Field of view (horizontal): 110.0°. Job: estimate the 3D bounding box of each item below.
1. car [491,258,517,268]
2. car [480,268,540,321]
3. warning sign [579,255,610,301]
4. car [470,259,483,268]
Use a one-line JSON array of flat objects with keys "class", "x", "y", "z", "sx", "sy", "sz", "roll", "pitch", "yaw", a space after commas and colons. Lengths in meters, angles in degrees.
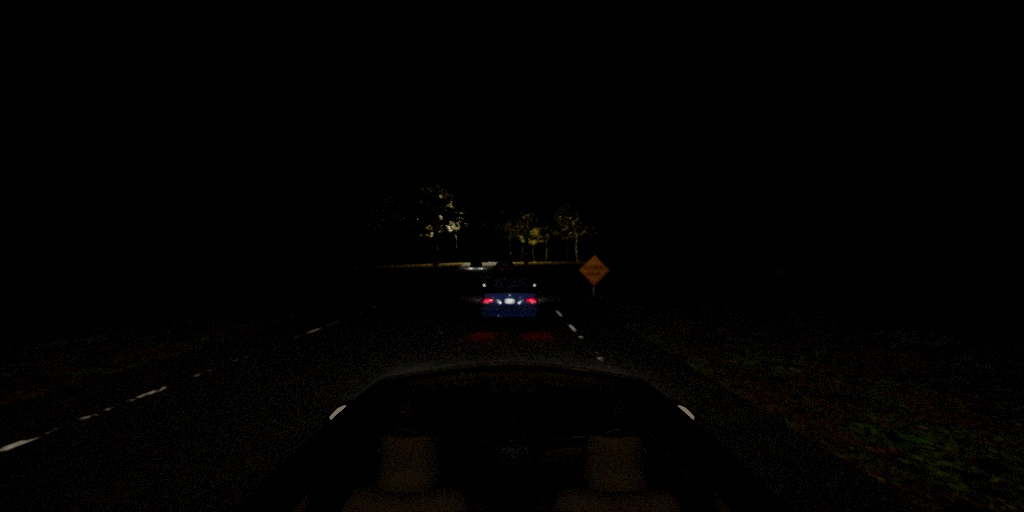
[{"class": "car", "x": -0.609, "y": 1.235, "z": 30.848, "sx": 1.882, "sy": 1.535, "sz": 5.008, "roll": 0, "pitch": 0, "yaw": -2}, {"class": "car", "x": -0.087, "y": 1.304, "z": 12.473, "sx": 2.033, "sy": 1.411, "sz": 5.357, "roll": 0, "pitch": 0, "yaw": -1}, {"class": "warning sign", "x": 3.398, "y": 0.870, "z": 14.980, "sx": 1.300, "sy": 1.860, "sz": 1.060, "roll": 0, "pitch": 0, "yaw": -1}, {"class": "car", "x": -6.045, "y": 1.256, "z": 60.678, "sx": 1.837, "sy": 1.490, "sz": 4.892, "roll": 0, "pitch": 0, "yaw": -4}]
